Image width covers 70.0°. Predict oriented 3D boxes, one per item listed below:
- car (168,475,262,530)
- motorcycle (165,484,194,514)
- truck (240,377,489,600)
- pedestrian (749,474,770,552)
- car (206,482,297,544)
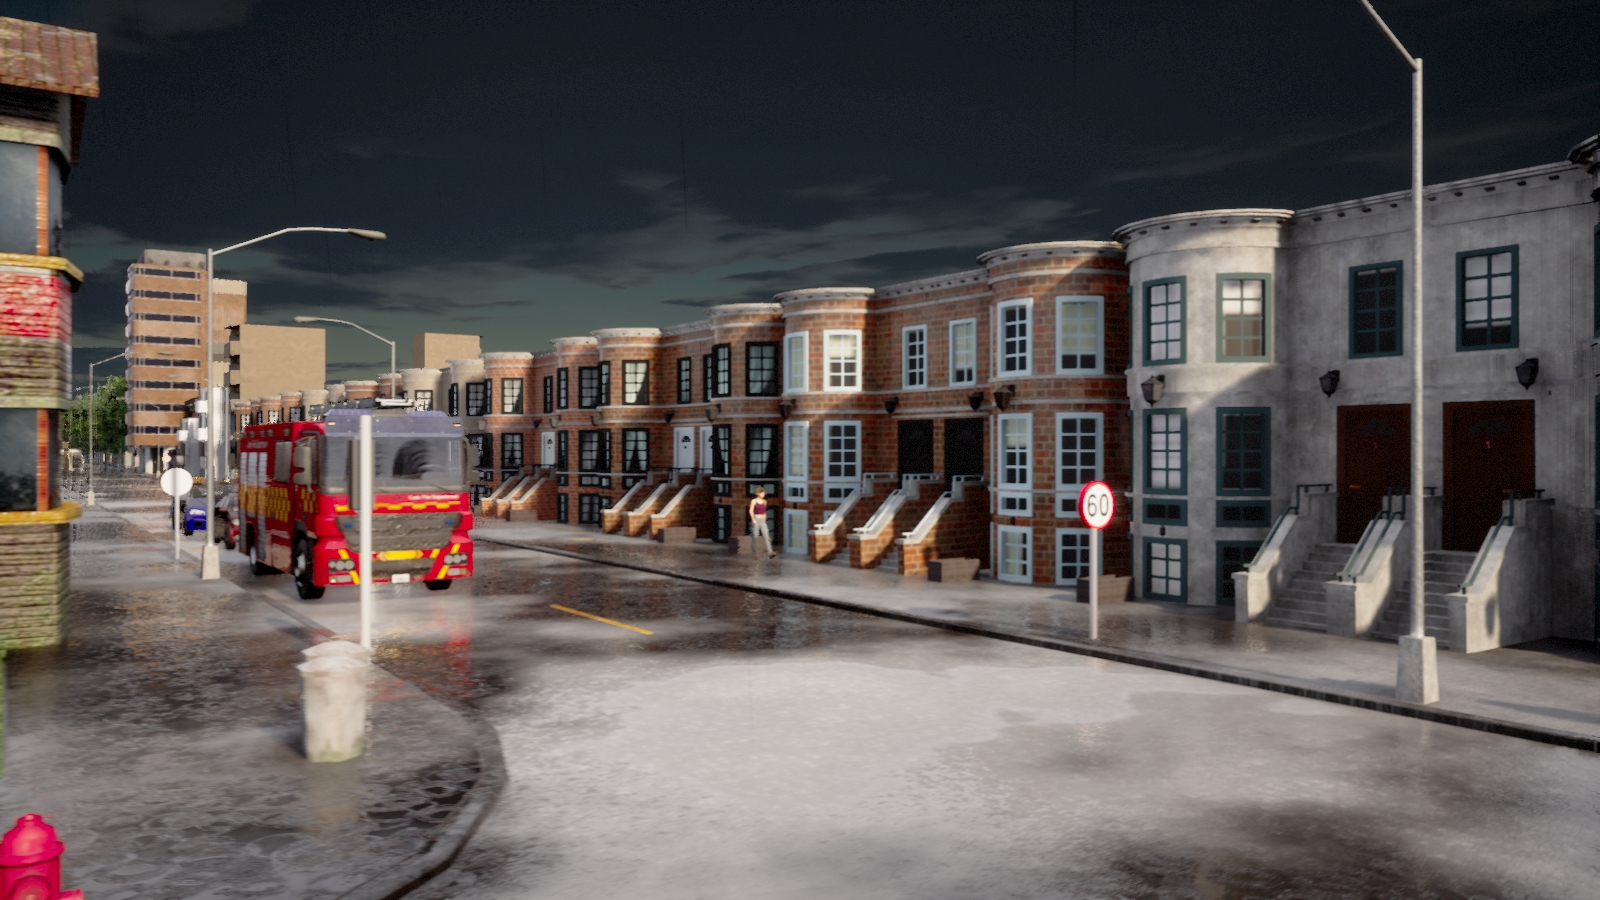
[{"bbox_3d":[-20.113,1.748,39.196,2.242,1.667,4.611,0,0,-35],"label":"car"},{"bbox_3d":[-25.365,1.993,46.705,0.803,1.145,2.033,0,0,-35],"label":"motorcycle"},{"bbox_3d":[-9.407,0.671,23.901,2.891,3.827,8.468,0,0,-35],"label":"truck"},{"bbox_3d":[-0.974,1.524,27.766,0.375,1.860,0.375,0,0,-30],"label":"pedestrian"},{"bbox_3d":[-16.100,1.798,33.449,1.789,1.549,3.705,0,1,-35],"label":"car"}]
